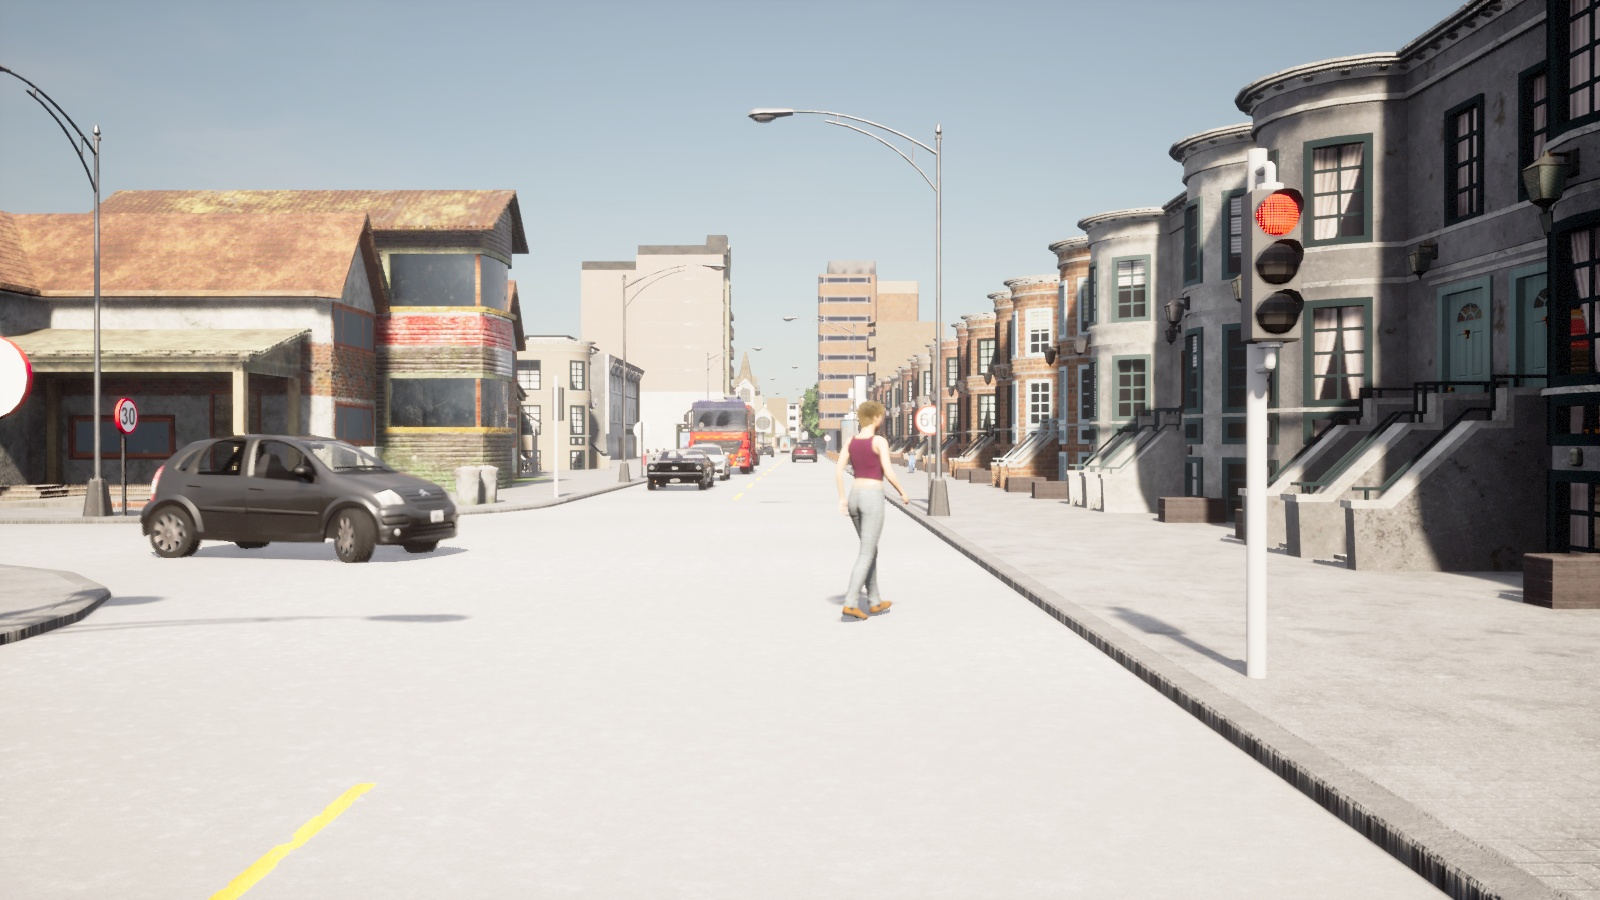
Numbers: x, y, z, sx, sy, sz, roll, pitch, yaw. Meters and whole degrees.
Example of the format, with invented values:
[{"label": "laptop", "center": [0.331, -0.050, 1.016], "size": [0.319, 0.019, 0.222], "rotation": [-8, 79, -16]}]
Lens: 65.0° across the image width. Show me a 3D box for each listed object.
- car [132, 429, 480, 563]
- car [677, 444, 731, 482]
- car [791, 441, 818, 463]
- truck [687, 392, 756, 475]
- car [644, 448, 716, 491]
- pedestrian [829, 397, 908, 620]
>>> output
[{"label": "car", "center": [-6.497, 0.545, 16.622], "size": [3.988, 1.617, 1.851], "rotation": [0, 0, 17]}, {"label": "car", "center": [-3.820, 0.482, 50.824], "size": [1.812, 1.442, 4.674], "rotation": [0, 0, 0]}, {"label": "car", "center": [0.350, 0.130, 96.947], "size": [2.033, 1.649, 4.856], "rotation": [0, 0, 0]}, {"label": "truck", "center": [-3.776, -0.773, 62.368], "size": [2.891, 3.827, 8.468], "rotation": [0, 0, 0]}, {"label": "car", "center": [-3.852, 0.612, 41.032], "size": [1.895, 1.301, 4.718], "rotation": [0, 0, 0]}, {"label": "pedestrian", "center": [0.582, 0.478, 10.639], "size": [0.594, 1.836, 0.345], "rotation": [0, 0, -39]}]
